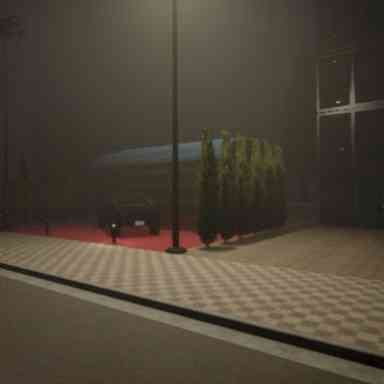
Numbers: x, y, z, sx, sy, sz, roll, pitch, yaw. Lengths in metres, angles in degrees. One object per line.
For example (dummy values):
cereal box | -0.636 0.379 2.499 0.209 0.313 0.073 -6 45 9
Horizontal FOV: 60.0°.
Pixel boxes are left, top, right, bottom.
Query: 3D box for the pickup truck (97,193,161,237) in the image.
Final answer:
pickup truck | -3.690 1.120 18.317 2.390 2.098 6.274 0 0 -24
